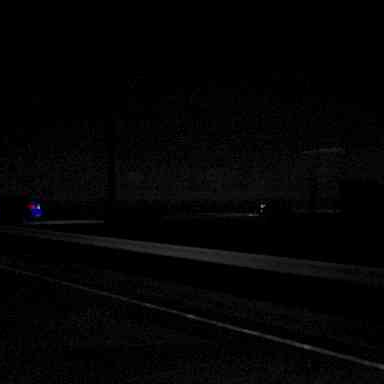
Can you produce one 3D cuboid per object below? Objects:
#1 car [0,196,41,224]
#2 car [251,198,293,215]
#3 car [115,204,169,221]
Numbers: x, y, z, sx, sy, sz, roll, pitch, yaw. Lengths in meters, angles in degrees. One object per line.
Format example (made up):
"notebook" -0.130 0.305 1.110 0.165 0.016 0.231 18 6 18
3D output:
"car" -14.232 1.298 24.686 5.566 2.045 2.150 0 0 -9
"car" 8.308 1.391 34.640 4.553 1.767 2.097 0 0 -29
"car" -4.446 1.658 27.765 4.718 1.301 1.895 0 0 -25
